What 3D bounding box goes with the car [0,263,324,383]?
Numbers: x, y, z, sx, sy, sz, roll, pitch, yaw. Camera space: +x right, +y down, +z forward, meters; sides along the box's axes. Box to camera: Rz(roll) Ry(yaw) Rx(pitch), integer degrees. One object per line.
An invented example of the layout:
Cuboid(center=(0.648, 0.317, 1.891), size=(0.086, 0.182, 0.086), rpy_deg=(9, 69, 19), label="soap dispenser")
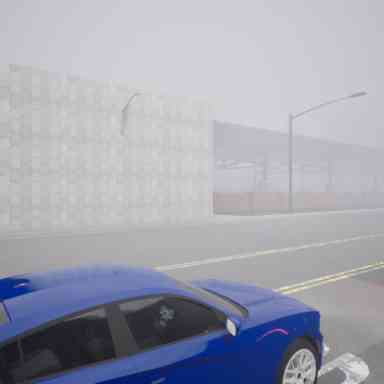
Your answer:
Cuboid(center=(-0.733, 1.478, 3.227), size=(5.008, 1.535, 1.882), rpy_deg=(0, 0, -36), label="car")
